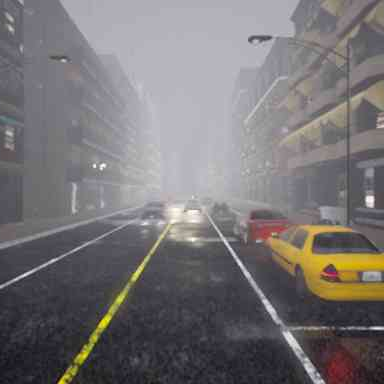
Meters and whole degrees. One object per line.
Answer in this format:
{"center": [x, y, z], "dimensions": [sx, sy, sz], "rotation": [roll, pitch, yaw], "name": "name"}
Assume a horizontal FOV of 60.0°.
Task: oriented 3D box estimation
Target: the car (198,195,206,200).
{"center": [2.688, 1.474, 89.369], "dimensions": [1.802, 1.307, 4.206], "rotation": [0, 0, 0], "name": "car"}

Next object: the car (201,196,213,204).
{"center": [2.689, 1.493, 61.188], "dimensions": [1.947, 1.339, 4.313], "rotation": [0, 0, 0], "name": "car"}

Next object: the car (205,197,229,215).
{"center": [2.690, 1.513, 33.007], "dimensions": [2.008, 1.369, 4.403], "rotation": [0, 0, 0], "name": "car"}

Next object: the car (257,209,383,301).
{"center": [3.149, 1.448, 8.377], "dimensions": [1.801, 1.575, 5.366], "rotation": [0, 0, 0], "name": "car"}

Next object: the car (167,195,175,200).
{"center": [-5.692, 1.417, 89.203], "dimensions": [1.752, 1.417, 4.829], "rotation": [0, 0, 0], "name": "car"}

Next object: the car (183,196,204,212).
{"center": [0.089, 1.483, 37.408], "dimensions": [1.812, 1.442, 4.674], "rotation": [0, 0, 0], "name": "car"}

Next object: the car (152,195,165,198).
{"center": [-5.691, 1.492, 49.919], "dimensions": [2.008, 1.369, 4.403], "rotation": [0, 0, 0], "name": "car"}

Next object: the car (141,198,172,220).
{"center": [-3.101, 1.515, 28.296], "dimensions": [2.033, 1.411, 5.357], "rotation": [0, 0, 0], "name": "car"}

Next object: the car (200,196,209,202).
{"center": [2.688, 1.495, 72.460], "dimensions": [1.802, 1.307, 4.206], "rotation": [0, 0, 0], "name": "car"}

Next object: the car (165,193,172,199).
{"center": [-5.692, 1.465, 66.828], "dimensions": [1.887, 1.381, 4.507], "rotation": [0, 0, 0], "name": "car"}

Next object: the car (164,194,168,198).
{"center": [-5.692, 1.485, 55.556], "dimensions": [2.008, 1.369, 4.403], "rotation": [0, 0, 0], "name": "car"}

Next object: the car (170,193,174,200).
{"center": [-5.691, 1.221, 78.101], "dimensions": [2.192, 1.841, 5.009], "rotation": [0, 0, 0], "name": "car"}

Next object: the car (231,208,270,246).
{"center": [3.139, 1.461, 15.186], "dimensions": [1.882, 1.535, 5.008], "rotation": [0, 0, 0], "name": "car"}

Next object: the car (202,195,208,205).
{"center": [2.690, 1.460, 55.721], "dimensions": [1.752, 1.417, 4.829], "rotation": [0, 0, 0], "name": "car"}
